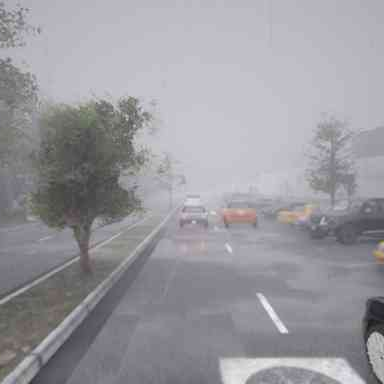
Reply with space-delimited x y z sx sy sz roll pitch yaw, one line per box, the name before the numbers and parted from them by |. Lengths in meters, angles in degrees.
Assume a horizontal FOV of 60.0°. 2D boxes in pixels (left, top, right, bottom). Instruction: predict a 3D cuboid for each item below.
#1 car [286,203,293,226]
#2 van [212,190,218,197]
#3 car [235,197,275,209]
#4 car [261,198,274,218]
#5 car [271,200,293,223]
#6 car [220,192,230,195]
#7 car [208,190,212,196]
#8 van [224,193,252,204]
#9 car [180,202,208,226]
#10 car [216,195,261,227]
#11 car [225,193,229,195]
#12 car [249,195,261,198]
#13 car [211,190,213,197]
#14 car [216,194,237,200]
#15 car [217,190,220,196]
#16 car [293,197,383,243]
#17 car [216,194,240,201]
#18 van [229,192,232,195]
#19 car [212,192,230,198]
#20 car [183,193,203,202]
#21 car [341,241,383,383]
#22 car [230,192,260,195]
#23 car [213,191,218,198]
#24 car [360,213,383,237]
car | 8.094 1.574 18.931 4.674 1.452 2.002 1 0 -20
van | 8.047 0.878 81.689 4.442 1.987 1.878 0 1 -20
car | 8.109 1.462 42.952 4.674 1.452 2.002 1 0 -20
car | 8.073 1.527 27.928 4.792 1.488 2.163 1 1 -20
car | 8.264 1.524 22.004 5.366 1.575 1.946 1 0 -20
car | 8.104 1.111 54.866 5.566 2.045 2.435 1 1 -20
car | 7.988 0.935 90.628 5.366 1.575 1.946 0 1 -20
van | 8.023 1.120 57.820 4.442 1.987 1.878 1 1 -20
car | 0.123 1.625 23.632 1.895 1.301 4.718 0 0 0
car | 3.120 1.369 23.242 2.097 1.767 4.553 0 1 0
car | 8.116 1.378 51.899 4.892 1.521 2.231 1 0 -20
car | 8.085 1.466 39.934 4.792 1.488 2.163 1 1 -20
car | 8.128 0.926 84.717 4.553 1.767 2.185 0 1 -20
car | 8.144 1.189 78.761 4.674 1.452 2.002 0 1 -20
car | 8.161 1.080 60.863 5.566 2.045 2.435 1 0 -20
car | 8.063 1.291 15.911 5.566 2.045 2.435 1 0 -20
car | 8.173 1.223 75.789 4.792 1.488 2.163 1 1 -20
van | 8.231 1.168 48.958 4.442 1.987 1.878 1 0 -20
car | 8.191 0.909 93.690 4.792 1.488 2.163 0 1 -20
car | 0.142 1.163 40.672 2.150 2.045 5.566 0 0 0
car | 3.102 1.494 2.242 1.882 1.535 5.008 0 0 0
car | 8.088 1.281 45.924 4.553 1.767 2.185 1 0 -20
car | 7.971 1.224 72.719 5.366 1.575 1.946 1 1 -20
car | 7.908 1.531 9.858 5.366 1.575 1.946 1 0 -20
